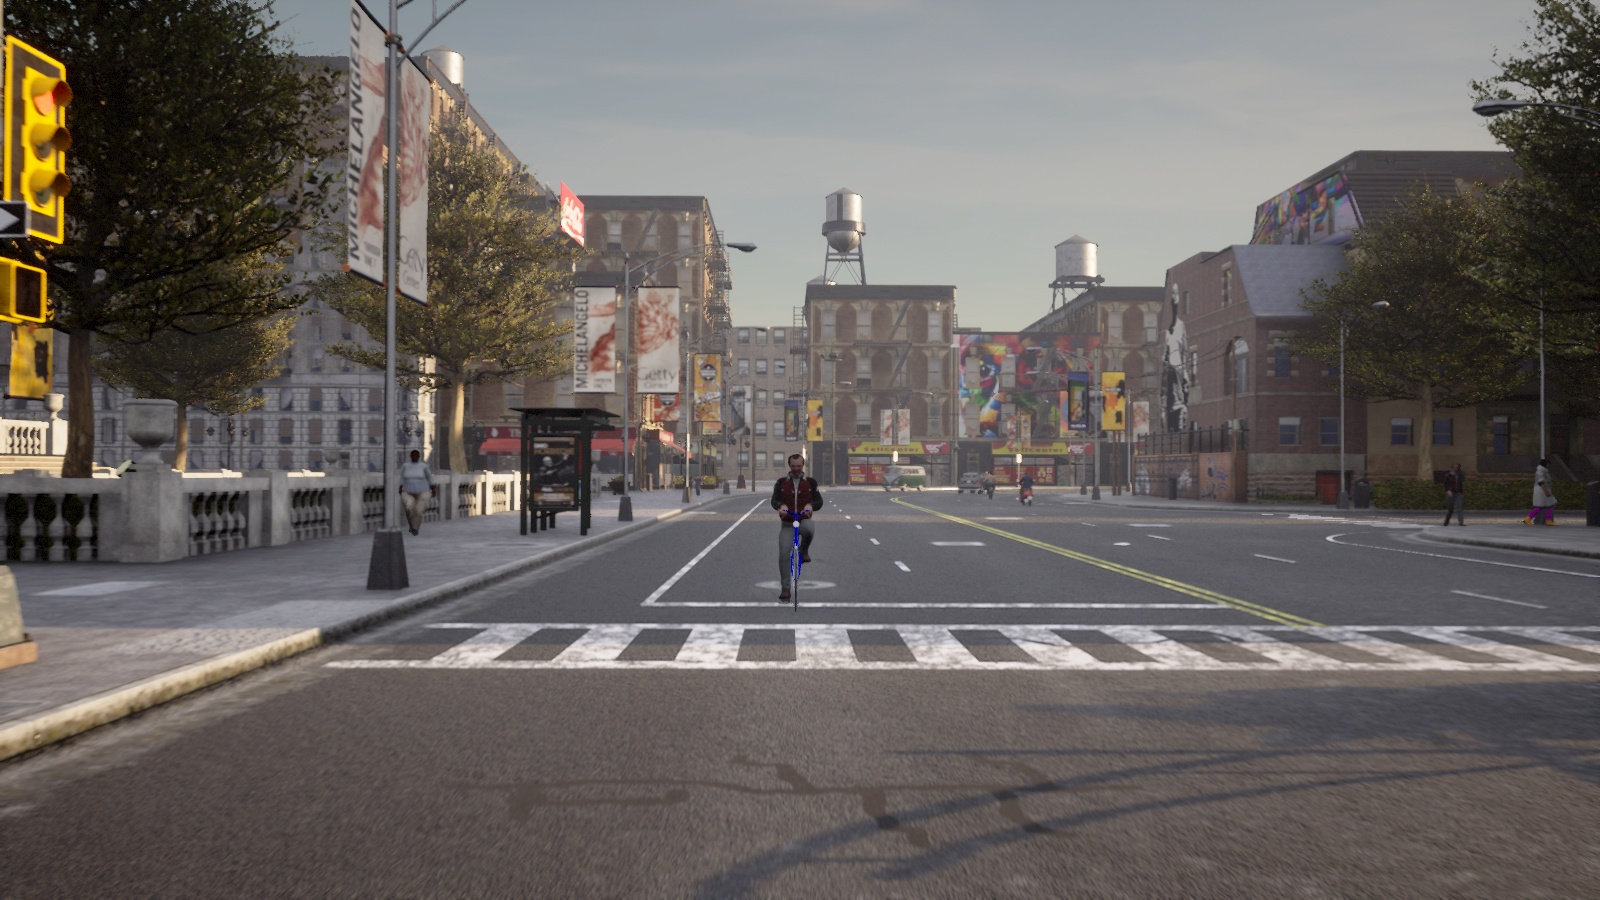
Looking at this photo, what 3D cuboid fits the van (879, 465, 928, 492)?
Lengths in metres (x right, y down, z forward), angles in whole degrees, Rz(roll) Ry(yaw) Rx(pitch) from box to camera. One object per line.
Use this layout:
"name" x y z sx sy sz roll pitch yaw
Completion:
"van" 7.775 2.116 94.393 1.775 1.987 4.442 -1 -1 33

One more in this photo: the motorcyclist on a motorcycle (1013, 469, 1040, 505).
"motorcyclist on a motorcycle" 10.401 1.694 57.790 0.866 1.590 1.817 0 -1 -1

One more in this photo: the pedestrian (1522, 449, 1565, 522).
"pedestrian" 20.087 0.959 33.918 0.873 1.952 0.659 -1 -1 40

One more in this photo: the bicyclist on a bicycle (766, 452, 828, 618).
"bicyclist on a bicycle" -0.037 0.927 14.408 0.659 1.776 1.843 0 -1 0

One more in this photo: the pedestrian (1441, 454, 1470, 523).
"pedestrian" 17.747 1.028 34.016 0.376 1.854 0.720 0 -1 0

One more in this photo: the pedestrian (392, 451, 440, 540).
"pedestrian" -8.098 0.947 26.486 0.874 1.855 0.900 0 -1 -11

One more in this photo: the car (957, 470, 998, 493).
"car" 12.542 2.227 88.638 1.789 1.549 3.705 -1 -1 27
